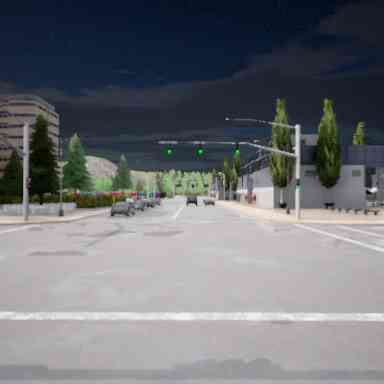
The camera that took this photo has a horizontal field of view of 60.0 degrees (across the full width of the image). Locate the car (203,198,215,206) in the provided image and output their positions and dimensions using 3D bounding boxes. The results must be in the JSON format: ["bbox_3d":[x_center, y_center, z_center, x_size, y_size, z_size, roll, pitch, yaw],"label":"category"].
[{"bbox_3d":[3.508,2.054,66.101,1.895,1.301,4.718,0,0,0],"label":"car"}]

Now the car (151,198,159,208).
[{"bbox_3d":[-7.079,1.923,54.791,2.033,1.411,5.357,0,0,0],"label":"car"}]

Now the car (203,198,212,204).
[{"bbox_3d":[3.509,1.974,76.410,1.895,1.301,4.718,0,0,0],"label":"car"}]

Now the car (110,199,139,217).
[{"bbox_3d":[-7.113,1.742,34.587,1.837,1.490,4.892,0,0,1],"label":"car"}]

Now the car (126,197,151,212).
[{"bbox_3d":[-7.085,1.794,44.050,2.128,1.511,4.902,0,0,0],"label":"car"}]

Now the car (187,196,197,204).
[{"bbox_3d":[0.009,1.734,76.352,2.097,1.767,4.553,0,0,0],"label":"car"}]

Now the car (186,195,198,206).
[{"bbox_3d":[0.008,1.672,65.731,2.150,2.045,5.566,0,0,0],"label":"car"}]

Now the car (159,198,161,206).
[{"bbox_3d":[-7.032,1.948,64.741,1.837,1.490,4.892,0,0,0],"label":"car"}]
